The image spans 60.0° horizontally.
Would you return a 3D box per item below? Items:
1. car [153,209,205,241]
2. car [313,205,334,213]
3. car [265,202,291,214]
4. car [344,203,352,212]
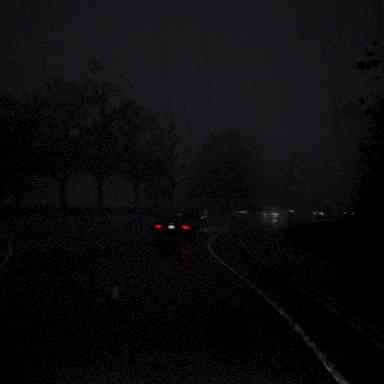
[{"bbox_3d":[-0.522,1.570,16.812,2.033,1.411,5.357,1,0,8],"label":"car"},{"bbox_3d":[22.617,2.883,57.101,2.033,1.411,5.357,1,-2,43],"label":"car"},{"bbox_3d":[11.746,2.137,45.338,1.837,1.490,4.892,1,-1,43],"label":"car"},{"bbox_3d":[33.446,3.268,69.009,2.150,2.045,5.566,1,-2,42],"label":"car"}]
